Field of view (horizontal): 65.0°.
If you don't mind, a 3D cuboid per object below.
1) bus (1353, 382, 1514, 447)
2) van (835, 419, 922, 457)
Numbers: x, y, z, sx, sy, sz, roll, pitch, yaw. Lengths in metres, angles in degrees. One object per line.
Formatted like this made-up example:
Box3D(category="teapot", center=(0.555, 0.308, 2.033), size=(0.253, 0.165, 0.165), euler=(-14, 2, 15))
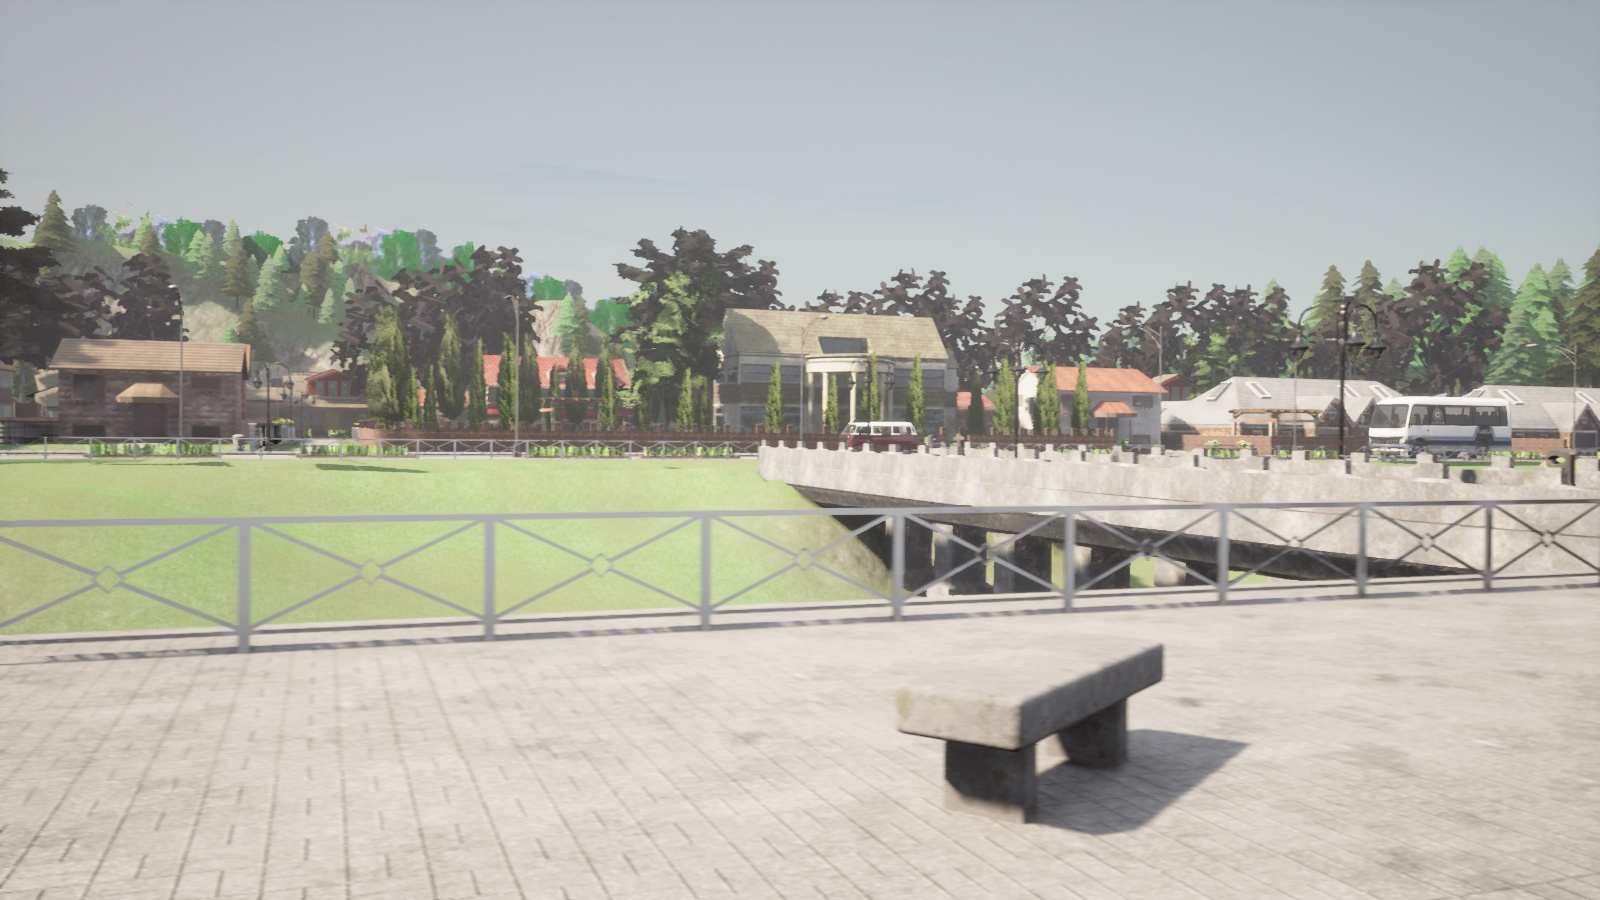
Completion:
Box3D(category="bus", center=(43.493, -2.452, 86.235), size=(10.273, 4.253, 3.944), euler=(-1, 1, -21))
Box3D(category="van", center=(4.453, -0.689, 71.437), size=(4.480, 2.038, 2.069), euler=(-1, 1, -21))
